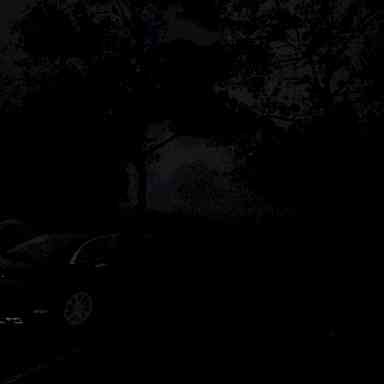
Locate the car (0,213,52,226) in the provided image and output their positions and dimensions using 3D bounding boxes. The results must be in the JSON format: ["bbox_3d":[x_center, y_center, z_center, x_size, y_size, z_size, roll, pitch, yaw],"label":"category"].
[{"bbox_3d":[-4.117,1.434,8.690,2.097,1.535,5.008,1,0,36],"label":"car"}]

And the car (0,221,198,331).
[{"bbox_3d":[-1.742,1.460,6.995,2.231,1.521,4.892,1,0,35],"label":"car"}]
